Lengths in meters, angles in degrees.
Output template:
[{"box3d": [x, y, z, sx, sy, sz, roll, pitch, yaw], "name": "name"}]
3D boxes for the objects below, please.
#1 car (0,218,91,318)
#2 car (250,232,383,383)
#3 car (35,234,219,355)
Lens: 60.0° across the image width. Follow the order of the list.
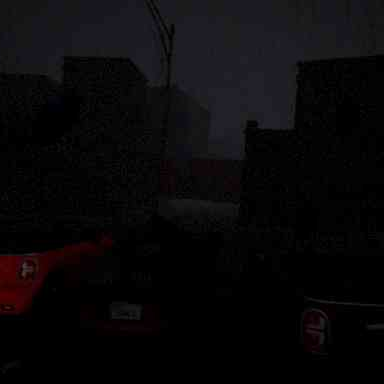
[{"box3d": [-3.258, 1.362, 7.508, 2.185, 1.767, 4.553, 0, -1, 5], "name": "car"}, {"box3d": [2.090, 1.377, 5.014, 2.185, 1.767, 4.553, 0, -1, 5], "name": "car"}, {"box3d": [-0.578, 1.526, 6.319, 2.163, 1.488, 4.792, 0, -1, 5], "name": "car"}]
